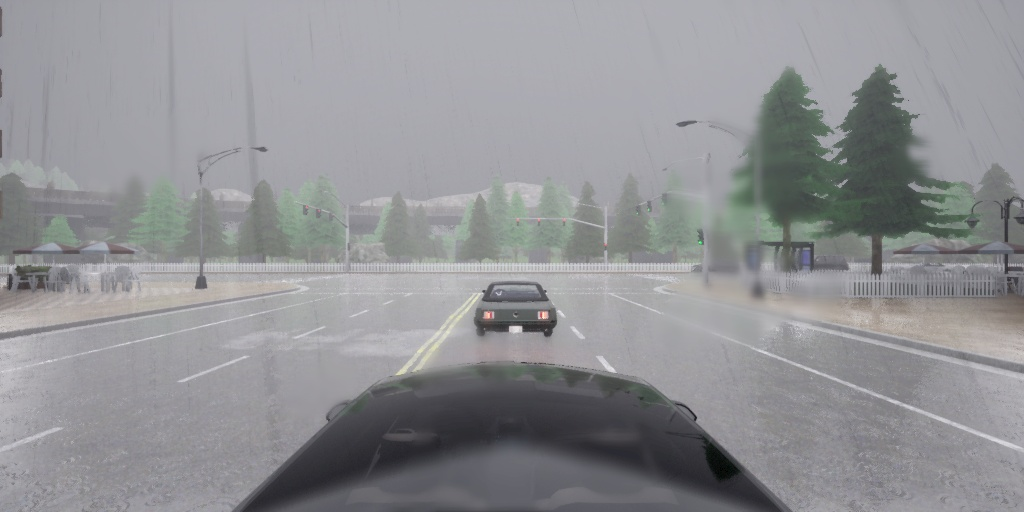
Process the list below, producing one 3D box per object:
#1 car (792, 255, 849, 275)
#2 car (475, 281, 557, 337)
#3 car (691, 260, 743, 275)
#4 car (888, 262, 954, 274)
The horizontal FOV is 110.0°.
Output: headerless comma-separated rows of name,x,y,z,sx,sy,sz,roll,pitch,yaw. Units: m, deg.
car,31.943,0.917,37.599,5.566,2.045,2.150,0,0,1
car,0.074,1.351,10.240,1.895,1.301,4.718,0,0,0
car,21.492,1.186,37.672,4.902,1.511,2.128,0,0,0
car,41.982,1.295,36.739,4.718,1.301,1.895,0,0,11
